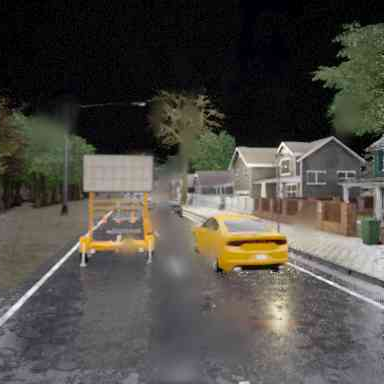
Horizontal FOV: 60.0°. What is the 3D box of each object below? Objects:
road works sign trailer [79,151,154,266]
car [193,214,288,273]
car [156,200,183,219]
[{"bbox_3d":[-2.527,0.424,11.523,2.380,3.560,2.880,0,0,-10],"label":"road works sign trailer"},{"bbox_3d":[1.277,1.448,10.675,1.882,1.535,5.008,0,0,-10],"label":"car"},{"bbox_3d":[-1.940,1.422,28.622,1.837,1.490,4.892,0,0,-10],"label":"car"}]
